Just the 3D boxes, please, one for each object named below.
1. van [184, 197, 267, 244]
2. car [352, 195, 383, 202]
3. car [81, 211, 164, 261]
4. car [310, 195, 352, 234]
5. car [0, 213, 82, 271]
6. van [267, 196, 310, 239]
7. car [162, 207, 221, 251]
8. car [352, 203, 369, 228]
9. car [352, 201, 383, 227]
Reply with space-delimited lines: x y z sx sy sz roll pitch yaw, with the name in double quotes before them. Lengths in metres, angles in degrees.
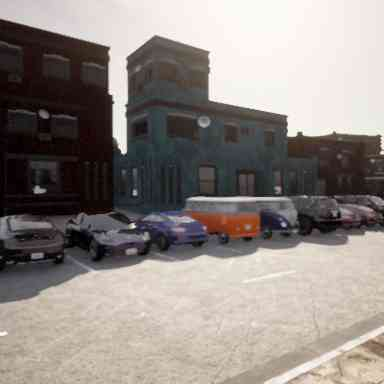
"van" 1.133 1.252 15.924 1.878 1.987 4.442 0 0 -35
"car" 12.437 1.268 23.788 2.435 2.045 5.566 0 0 -35
"car" -3.312 1.499 12.581 2.163 1.488 4.792 0 0 -35
"car" 5.712 1.240 19.073 2.435 2.045 5.566 0 0 -35
"car" -5.590 1.468 10.990 2.231 1.521 4.892 0 0 -35
"van" 3.531 1.258 17.343 1.878 1.987 4.442 0 0 -35
"car" -1.165 1.513 14.142 2.002 1.452 4.674 0 0 -35
"car" 7.994 1.540 20.659 2.002 1.452 4.674 0 0 -35
"car" 10.206 1.549 22.232 2.002 1.452 4.674 0 0 -35
